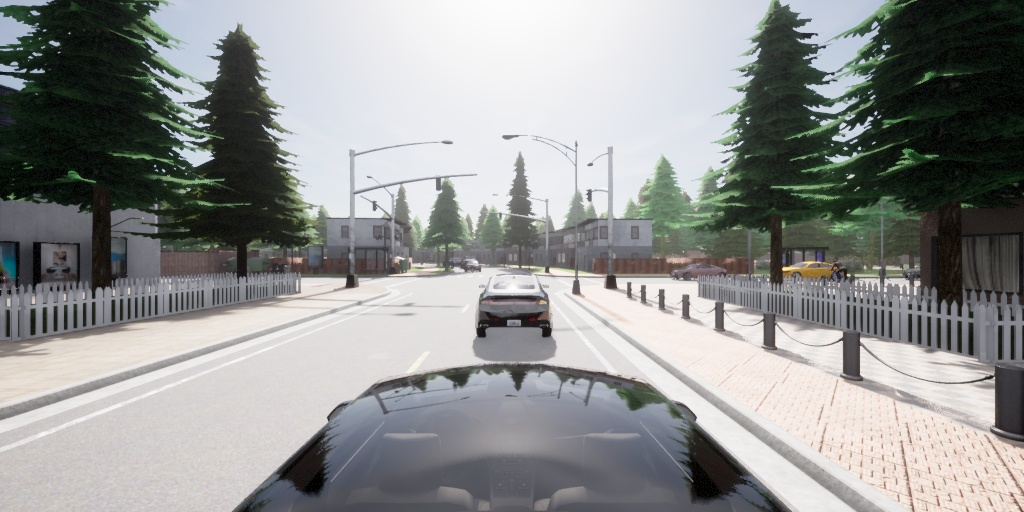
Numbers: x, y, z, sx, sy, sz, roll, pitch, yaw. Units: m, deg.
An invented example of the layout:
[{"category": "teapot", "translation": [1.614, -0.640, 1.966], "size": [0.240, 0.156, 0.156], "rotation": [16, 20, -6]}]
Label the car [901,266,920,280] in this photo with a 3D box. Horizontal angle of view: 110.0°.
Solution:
[{"category": "car", "translation": [34.549, 1.239, 28.939], "size": [4.892, 1.490, 1.837], "rotation": [0, 0, 2]}]

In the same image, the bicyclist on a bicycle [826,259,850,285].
[{"category": "bicyclist on a bicycle", "translation": [19.887, 1.035, 21.898], "size": [0.582, 1.620, 1.656], "rotation": [0, 0, 2]}]

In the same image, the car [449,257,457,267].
[{"category": "car", "translation": [-9.919, 1.067, 64.064], "size": [2.097, 1.767, 4.553], "rotation": [0, 0, -24]}]

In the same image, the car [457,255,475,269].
[{"category": "car", "translation": [-6.543, 0.937, 54.496], "size": [2.150, 2.045, 5.566], "rotation": [0, 0, -15]}]

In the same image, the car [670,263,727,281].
[{"category": "car", "translation": [15.297, 1.299, 29.516], "size": [4.181, 1.385, 1.994], "rotation": [0, 0, 2]}]

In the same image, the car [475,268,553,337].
[{"category": "car", "translation": [0.057, 1.242, 10.215], "size": [2.128, 1.511, 4.902], "rotation": [0, 0, 0]}]

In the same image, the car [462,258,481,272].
[{"category": "car", "translation": [-4.940, 1.279, 45.332], "size": [1.994, 1.385, 4.181], "rotation": [0, 0, -7]}]

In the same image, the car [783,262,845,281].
[{"category": "car", "translation": [24.177, 1.212, 29.261], "size": [5.008, 1.535, 1.882], "rotation": [0, 0, 2]}]
